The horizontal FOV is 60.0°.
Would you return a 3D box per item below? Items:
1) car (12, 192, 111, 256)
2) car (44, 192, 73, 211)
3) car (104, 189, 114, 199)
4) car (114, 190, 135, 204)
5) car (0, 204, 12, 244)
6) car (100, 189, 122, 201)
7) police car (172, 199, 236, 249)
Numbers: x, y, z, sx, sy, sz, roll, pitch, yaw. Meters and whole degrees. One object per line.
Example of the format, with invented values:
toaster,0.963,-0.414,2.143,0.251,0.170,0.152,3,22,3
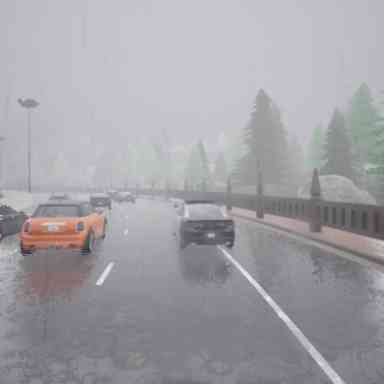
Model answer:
car,-4.431,1.071,12.164,2.097,1.767,4.553,0,1,-7
car,-12.323,0.782,31.036,2.128,1.511,4.902,-1,1,-18
car,-8.563,0.768,30.757,1.882,1.535,5.008,0,1,-17
car,-8.006,0.609,39.605,1.812,1.442,4.674,-1,1,-23
car,-8.112,1.203,13.317,1.837,1.490,4.892,0,1,-8
car,-11.830,0.364,48.278,1.882,1.535,5.008,-1,2,-27
police car,0.284,1.114,13.148,1.930,1.638,5.238,0,1,-8
